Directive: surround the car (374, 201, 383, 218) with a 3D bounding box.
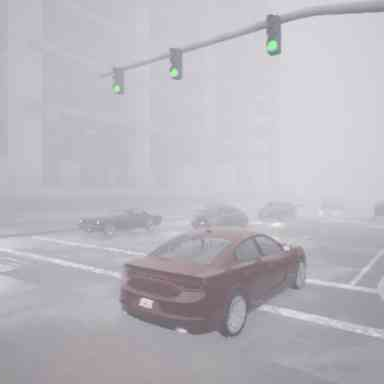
[{"bbox_3d":[17.349,1.468,29.306,1.882,1.535,5.008,0,0,36],"label":"car"}]

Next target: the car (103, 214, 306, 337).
[{"bbox_3d":[0.796,1.472,6.854,1.882,1.535,5.008,0,0,36],"label":"car"}]

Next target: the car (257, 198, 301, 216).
[{"bbox_3d":[7.040,1.477,27.287,1.837,1.490,4.892,0,0,36],"label":"car"}]

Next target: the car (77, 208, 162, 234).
[{"bbox_3d":[-3.880,1.573,18.423,1.895,1.301,4.718,0,0,37],"label":"car"}]

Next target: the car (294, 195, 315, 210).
[{"bbox_3d":[14.034,1.439,42.610,1.882,1.535,5.008,0,0,37],"label":"car"}]

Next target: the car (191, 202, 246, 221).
[{"bbox_3d":[1.736,1.540,20.097,1.994,1.385,4.181,0,0,36],"label":"car"}]

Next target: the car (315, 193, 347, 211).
[{"bbox_3d":[17.208,1.318,41.012,2.097,1.767,4.553,0,0,37],"label":"car"}]
